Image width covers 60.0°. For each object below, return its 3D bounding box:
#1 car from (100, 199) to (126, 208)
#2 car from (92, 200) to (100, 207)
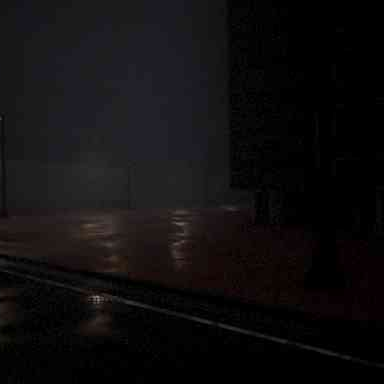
[{"bbox_3d":[-14.762,2.210,64.229,1.812,1.442,4.674,-1,-1,36],"label":"car"},{"bbox_3d":[-17.604,2.214,66.236,1.882,1.535,5.008,-1,0,36],"label":"car"}]
